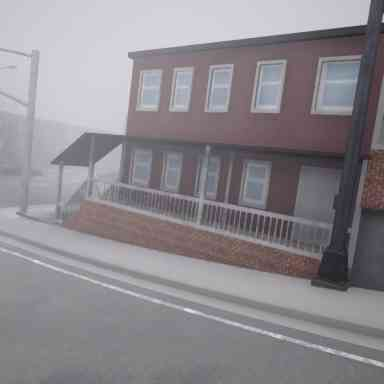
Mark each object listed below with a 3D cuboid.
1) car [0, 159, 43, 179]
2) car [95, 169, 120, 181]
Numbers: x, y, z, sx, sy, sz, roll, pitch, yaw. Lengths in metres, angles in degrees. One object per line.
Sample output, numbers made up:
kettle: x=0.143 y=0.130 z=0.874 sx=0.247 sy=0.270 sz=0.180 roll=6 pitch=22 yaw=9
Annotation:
car: x=-17.445 y=-2.146 z=32.500 sx=2.033 sy=1.411 sz=5.357 roll=11 pitch=6 yaw=37
car: x=-10.091 y=-2.179 z=42.687 sx=1.837 sy=1.490 sz=4.892 roll=11 pitch=6 yaw=35
